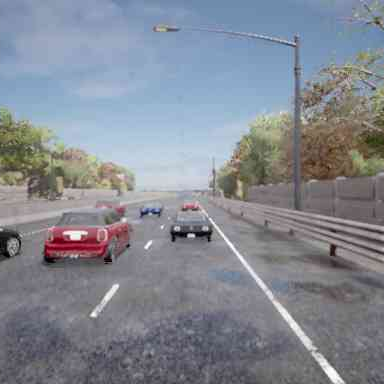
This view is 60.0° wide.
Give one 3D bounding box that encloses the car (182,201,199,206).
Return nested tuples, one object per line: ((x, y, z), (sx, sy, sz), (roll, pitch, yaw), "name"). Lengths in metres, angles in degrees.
((-0.220, 1.639, 37.706), (1.895, 1.301, 4.718), (0, 0, 0), "car")

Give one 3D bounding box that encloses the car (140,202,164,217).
((-3.660, 1.637, 31.335), (1.895, 1.301, 4.718), (0, 0, -1), "car")

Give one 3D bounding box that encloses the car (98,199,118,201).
((-7.143, 1.394, 28.907), (2.097, 1.767, 4.553), (0, 0, 0), "car")

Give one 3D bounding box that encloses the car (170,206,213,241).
((-0.041, 1.608, 16.548), (1.895, 1.301, 4.718), (0, 0, 0), "car")

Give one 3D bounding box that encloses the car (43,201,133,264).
((-3.497, 1.366, 12.051), (2.097, 1.767, 4.553), (0, 0, 0), "car")

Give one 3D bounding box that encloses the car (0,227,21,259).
((-6.979, 1.514, 9.894), (2.128, 1.511, 4.902), (0, 0, 0), "car")
